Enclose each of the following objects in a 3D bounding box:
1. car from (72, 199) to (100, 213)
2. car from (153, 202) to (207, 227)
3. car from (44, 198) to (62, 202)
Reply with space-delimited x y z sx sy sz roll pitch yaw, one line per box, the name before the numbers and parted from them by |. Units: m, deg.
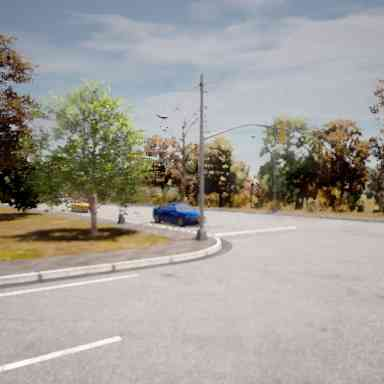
car | -12.178 1.560 38.095 1.882 1.535 5.008 0 0 -38
car | -0.942 1.534 23.561 1.882 1.535 5.008 0 1 -36
car | -21.794 1.369 50.438 1.895 1.301 4.718 0 0 -38
